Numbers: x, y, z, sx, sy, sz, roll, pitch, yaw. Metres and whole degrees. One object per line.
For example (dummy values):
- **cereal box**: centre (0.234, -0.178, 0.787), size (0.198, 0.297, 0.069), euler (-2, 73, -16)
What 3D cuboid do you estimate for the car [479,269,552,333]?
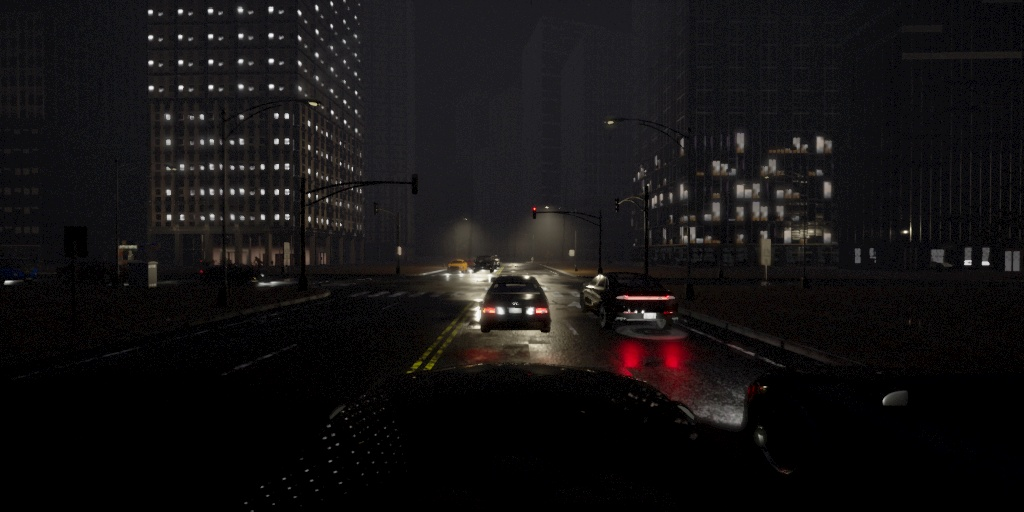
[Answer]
- **car**: centre (0.111, 1.294, 10.713), size (2.033, 1.411, 5.357), euler (0, 0, 1)

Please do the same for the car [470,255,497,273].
- **car**: centre (-3.291, 0.937, 42.924), size (2.150, 2.045, 5.566), euler (0, 0, 0)

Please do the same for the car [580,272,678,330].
- **car**: centre (3.359, 1.238, 11.125), size (2.128, 1.511, 4.902), euler (0, 0, 0)

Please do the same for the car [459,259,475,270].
- **car**: centre (-6.526, 1.223, 52.660), size (1.812, 1.442, 4.674), euler (0, 0, 0)

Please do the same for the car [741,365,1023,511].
- **car**: centre (3.354, 1.314, 1.969), size (1.994, 1.385, 4.181), euler (0, 0, 0)

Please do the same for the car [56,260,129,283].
- **car**: centre (-30.047, 1.093, 26.155), size (5.008, 1.535, 1.882), euler (0, 0, 2)

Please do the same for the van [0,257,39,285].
- **van**: centre (-33.905, 0.959, 23.672), size (3.998, 1.789, 1.690), euler (0, 0, 2)

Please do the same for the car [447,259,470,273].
- **car**: centre (-6.540, 1.193, 43.248), size (1.882, 1.535, 5.008), euler (0, 0, 0)

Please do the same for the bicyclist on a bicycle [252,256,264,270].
- **bicyclist on a bicycle**: centre (-24.659, 0.867, 34.749), size (0.582, 1.620, 1.656), euler (0, 1, 1)

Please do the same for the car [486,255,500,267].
- **car**: centre (-3.253, 0.896, 63.106), size (2.150, 2.045, 5.566), euler (0, 0, 0)

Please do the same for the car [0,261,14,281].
- **car**: centre (-40.288, 1.092, 26.442), size (4.674, 1.442, 1.812), euler (0, 0, 2)

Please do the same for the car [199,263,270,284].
- **car**: centre (-19.955, 1.227, 25.889), size (4.181, 1.385, 1.994), euler (0, 0, 1)

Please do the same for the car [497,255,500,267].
- **car**: centre (-3.276, 1.048, 52.878), size (2.097, 1.767, 4.553), euler (0, 0, 0)
